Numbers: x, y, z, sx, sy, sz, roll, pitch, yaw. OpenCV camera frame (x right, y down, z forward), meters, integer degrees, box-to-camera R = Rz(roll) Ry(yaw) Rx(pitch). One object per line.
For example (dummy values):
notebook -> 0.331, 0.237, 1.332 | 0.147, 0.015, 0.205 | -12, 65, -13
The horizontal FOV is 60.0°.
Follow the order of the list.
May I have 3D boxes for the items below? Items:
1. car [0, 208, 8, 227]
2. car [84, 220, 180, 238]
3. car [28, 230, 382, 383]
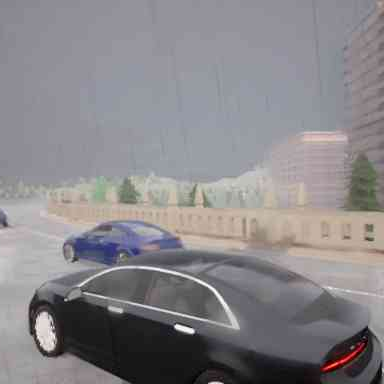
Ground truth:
car -> -14.432, 1.740, 23.757 | 1.812, 1.442, 4.674 | 0, 0, -37
car -> -2.268, 1.613, 10.574 | 4.674, 1.442, 1.812 | -1, 0, 41
car -> -0.298, 1.540, 4.419 | 4.892, 1.490, 1.837 | 0, 0, 37
